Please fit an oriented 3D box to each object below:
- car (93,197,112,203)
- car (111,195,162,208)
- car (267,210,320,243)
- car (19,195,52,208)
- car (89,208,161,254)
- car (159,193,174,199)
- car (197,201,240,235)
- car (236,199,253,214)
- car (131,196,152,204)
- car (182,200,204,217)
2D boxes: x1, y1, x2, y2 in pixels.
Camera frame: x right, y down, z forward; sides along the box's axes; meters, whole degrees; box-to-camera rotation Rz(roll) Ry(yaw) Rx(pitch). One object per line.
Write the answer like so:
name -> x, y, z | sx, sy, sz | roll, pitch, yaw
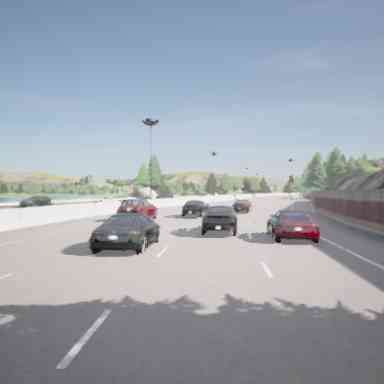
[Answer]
car -> -14.489, 1.515, 55.500 | 1.895, 1.301, 4.718 | 0, 0, 18
car -> -4.181, 1.320, 26.068 | 2.097, 1.767, 4.553 | 0, 0, 11
car -> 4.833, 1.566, 16.331 | 1.994, 1.385, 4.181 | 0, 0, 7
car -> -21.267, 1.254, 45.355 | 2.097, 1.767, 4.553 | 0, 0, 16
car -> -2.546, 1.546, 13.518 | 1.994, 1.385, 4.181 | 0, 0, 6
car -> -5.068, 1.167, 61.994 | 2.150, 2.045, 5.566 | 0, 0, 17
car -> 1.635, 1.496, 18.702 | 1.837, 1.490, 4.892 | 0, 0, 8
car -> 5.505, 1.515, 36.465 | 1.812, 1.442, 4.674 | 0, 0, 16
car -> -9.124, 1.440, 60.771 | 1.837, 1.490, 4.892 | 0, 0, 18
car -> 0.379, 1.483, 30.687 | 1.837, 1.490, 4.892 | 0, 0, 13
